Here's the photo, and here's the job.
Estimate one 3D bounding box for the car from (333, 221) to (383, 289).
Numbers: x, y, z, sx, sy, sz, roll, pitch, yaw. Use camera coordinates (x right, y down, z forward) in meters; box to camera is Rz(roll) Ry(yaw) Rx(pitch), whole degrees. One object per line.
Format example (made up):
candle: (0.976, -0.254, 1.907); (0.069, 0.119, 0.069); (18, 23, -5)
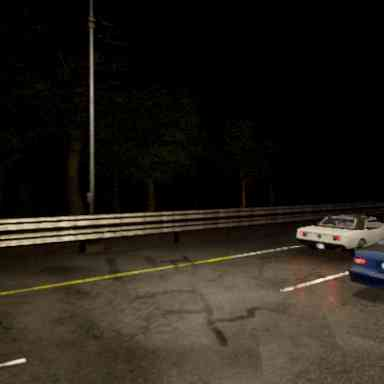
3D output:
car: (5.895, 1.495, 7.946); (5.357, 1.411, 2.033); (0, 0, -36)

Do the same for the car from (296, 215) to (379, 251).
car: (6.103, 1.522, 12.388); (4.718, 1.301, 1.895); (0, 0, -36)
